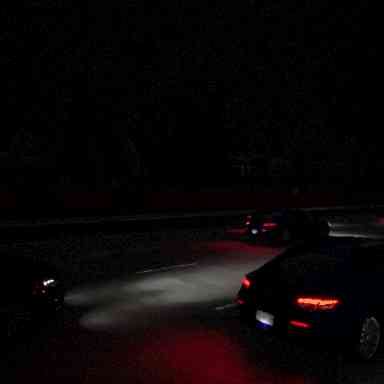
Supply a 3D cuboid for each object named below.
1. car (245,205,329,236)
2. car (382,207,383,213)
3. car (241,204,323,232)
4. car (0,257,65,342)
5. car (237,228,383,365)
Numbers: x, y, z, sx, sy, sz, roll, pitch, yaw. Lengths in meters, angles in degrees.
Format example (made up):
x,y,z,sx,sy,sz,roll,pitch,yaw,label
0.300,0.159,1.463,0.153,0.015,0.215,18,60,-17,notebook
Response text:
x,y,z,sx,sy,sz,roll,pitch,yaw,label
4.554,1.526,15.697,4.674,1.442,1.812,0,0,-36,car
19.817,1.601,31.112,4.718,1.301,1.895,0,0,-36,car
5.754,1.547,20.887,5.357,1.411,2.033,0,0,-36,car
-4.473,1.491,4.850,4.902,1.511,2.128,0,0,-36,car
2.834,1.526,5.803,4.674,1.442,1.812,0,0,-36,car
